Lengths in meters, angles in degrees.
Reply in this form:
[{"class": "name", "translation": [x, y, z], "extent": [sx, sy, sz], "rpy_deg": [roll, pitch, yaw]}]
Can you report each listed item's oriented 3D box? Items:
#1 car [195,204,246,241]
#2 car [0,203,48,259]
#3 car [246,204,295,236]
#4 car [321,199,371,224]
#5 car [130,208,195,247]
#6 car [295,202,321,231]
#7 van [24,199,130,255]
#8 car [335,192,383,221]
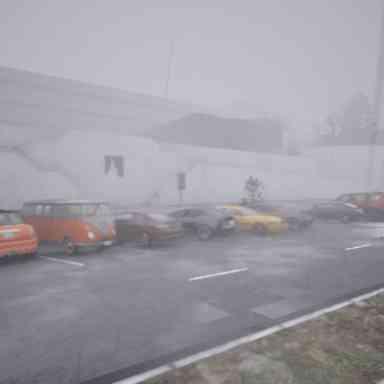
[{"class": "car", "translation": [-0.083, 1.500, 16.585], "extent": [4.792, 1.488, 2.163], "rpy_deg": [-1, 0, 35]}, {"class": "car", "translation": [-7.326, 1.368, 11.358], "extent": [4.553, 1.767, 2.185], "rpy_deg": [-1, -1, 34]}, {"class": "car", "translation": [2.532, 1.443, 18.205], "extent": [5.366, 1.575, 1.946], "rpy_deg": [-1, -1, 35]}, {"class": "car", "translation": [9.669, 1.405, 23.498], "extent": [4.674, 1.452, 2.002], "rpy_deg": [-1, 0, 35]}, {"class": "car", "translation": [-2.485, 1.520, 14.835], "extent": [4.674, 1.452, 2.002], "rpy_deg": [-1, 0, 35]}, {"class": "car", "translation": [4.832, 1.455, 20.021], "extent": [4.792, 1.488, 2.163], "rpy_deg": [-1, -1, 35]}, {"class": "van", "translation": [-4.816, 1.264, 13.051], "extent": [4.442, 1.987, 1.878], "rpy_deg": [-1, -1, 35]}, {"class": "car", "translation": [12.067, 1.080, 25.247], "extent": [5.566, 2.045, 2.435], "rpy_deg": [-1, 0, 35]}]
